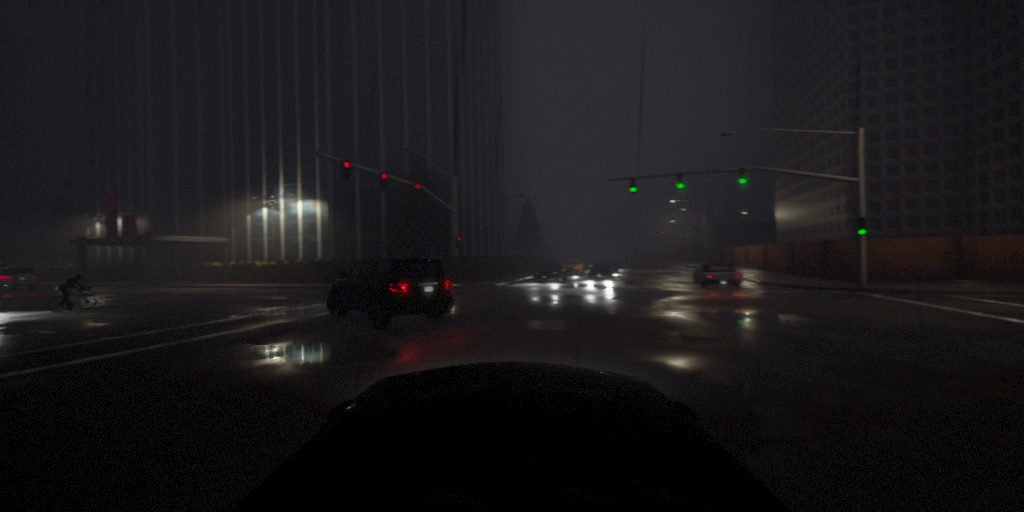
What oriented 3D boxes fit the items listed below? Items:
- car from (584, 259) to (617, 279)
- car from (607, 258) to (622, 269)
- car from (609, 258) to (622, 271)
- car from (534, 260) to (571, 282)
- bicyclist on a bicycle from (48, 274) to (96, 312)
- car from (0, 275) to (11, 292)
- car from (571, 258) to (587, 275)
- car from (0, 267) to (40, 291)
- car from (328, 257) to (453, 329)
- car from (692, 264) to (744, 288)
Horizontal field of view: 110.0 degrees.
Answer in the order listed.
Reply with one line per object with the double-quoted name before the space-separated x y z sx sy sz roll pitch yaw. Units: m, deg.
"car" 7.701 1.207 30.947 1.895 1.301 4.718 -1 0 19
"car" 14.189 1.004 49.528 1.812 1.442 4.674 -1 0 19
"car" 10.798 1.023 39.808 1.882 1.535 5.008 -1 0 19
"car" 3.152 1.230 28.512 1.812 1.442 4.674 -1 0 19
"bicyclist on a bicycle" -19.708 1.654 16.093 0.582 1.620 1.656 -1 0 6
"car" -26.764 1.850 16.911 4.902 1.511 2.128 -1 0 19
"car" 6.217 1.122 37.330 1.882 1.535 5.008 -1 0 19
"car" -41.675 1.922 29.523 5.566 2.045 2.150 -1 0 19
"car" -4.247 1.075 12.085 2.150 2.045 5.566 0 -1 -45
"car" 11.891 1.104 21.048 1.895 1.301 4.718 -1 0 19
